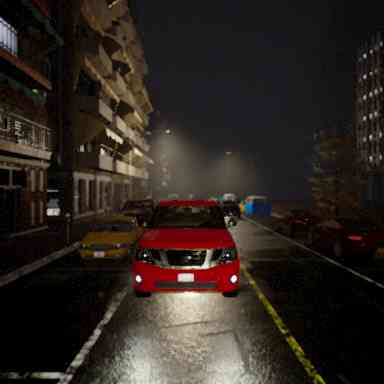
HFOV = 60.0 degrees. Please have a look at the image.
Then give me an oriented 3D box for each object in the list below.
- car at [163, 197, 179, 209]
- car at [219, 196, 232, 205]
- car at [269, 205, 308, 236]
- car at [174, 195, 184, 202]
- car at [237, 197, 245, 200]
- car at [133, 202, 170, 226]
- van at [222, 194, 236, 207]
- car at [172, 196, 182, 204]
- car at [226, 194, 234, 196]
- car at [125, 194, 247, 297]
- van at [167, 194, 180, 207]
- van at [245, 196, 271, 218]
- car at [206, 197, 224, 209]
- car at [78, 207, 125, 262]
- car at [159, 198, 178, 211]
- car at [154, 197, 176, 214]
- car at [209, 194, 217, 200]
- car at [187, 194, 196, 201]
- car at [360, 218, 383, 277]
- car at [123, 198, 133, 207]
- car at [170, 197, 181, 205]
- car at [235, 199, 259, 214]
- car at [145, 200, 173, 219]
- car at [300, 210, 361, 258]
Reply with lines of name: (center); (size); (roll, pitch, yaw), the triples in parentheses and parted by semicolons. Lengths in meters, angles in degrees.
car: (-2.755, 1.444, 45.429); (1.887, 1.381, 4.507); (0, 0, 0)
car: (5.611, 1.408, 56.662); (1.752, 1.417, 4.829); (0, 0, 0)
car: (5.660, 1.537, 17.806); (1.802, 1.307, 4.206); (0, 0, 0)
car: (-2.790, 1.426, 73.062); (1.947, 1.339, 4.313); (0, 0, 0)
car: (3.018, 1.437, 28.368); (1.837, 1.490, 4.892); (0, 0, 0)
car: (-2.727, 1.492, 23.323); (2.008, 1.369, 4.403); (0, 0, 0)
van: (5.617, 1.232, 50.967); (1.690, 1.788, 3.998); (0, 0, 0)
car: (-2.776, 1.457, 62.008); (1.802, 1.307, 4.206); (0, 0, 0)
car: (5.624, 1.340, 45.439); (1.967, 1.590, 4.097); (0, 0, 0)
car: (-0.109, 1.195, 8.886); (2.150, 2.045, 5.566); (0, 1, 0)
van: (-2.764, 1.232, 50.956); (1.690, 1.788, 3.998); (0, 0, 0)
van: (5.645, 1.272, 28.859); (1.690, 1.788, 3.998); (0, 0, 0)
car: (3.004, 1.394, 43.978); (2.128, 1.511, 4.902); (0, 0, 0)
car: (-2.713, 1.494, 12.100); (1.752, 1.417, 4.829); (0, 0, 0)
car: (-2.748, 1.474, 39.902); (1.947, 1.339, 4.313); (0, 0, 0)
car: (-2.741, 1.359, 34.375); (1.967, 1.590, 4.097); (0, 0, 0)
car: (5.569, 1.390, 89.653); (1.887, 1.381, 4.507); (0, 0, 0)
car: (-0.102, 1.346, 79.713); (2.128, 1.511, 4.902); (0, 0, 0)
car: (5.673, 1.508, 6.923); (1.752, 1.417, 4.829); (0, 0, 0)
car: (-2.722, 1.270, 17.795); (2.192, 1.841, 5.009); (0, 0, 0)
car: (-2.769, 1.464, 56.482); (1.802, 1.307, 4.206); (0, 0, 0)
car: (5.639, 1.444, 34.555); (1.752, 1.417, 4.829); (0, 0, 0)
car: (-2.734, 1.481, 28.850); (2.008, 1.369, 4.403); (0, 0, 0)
car: (5.667, 1.551, 12.280); (1.802, 1.307, 4.206); (0, 0, 0)
